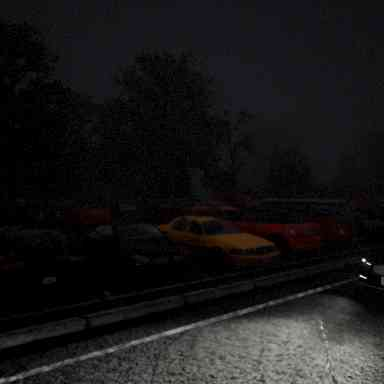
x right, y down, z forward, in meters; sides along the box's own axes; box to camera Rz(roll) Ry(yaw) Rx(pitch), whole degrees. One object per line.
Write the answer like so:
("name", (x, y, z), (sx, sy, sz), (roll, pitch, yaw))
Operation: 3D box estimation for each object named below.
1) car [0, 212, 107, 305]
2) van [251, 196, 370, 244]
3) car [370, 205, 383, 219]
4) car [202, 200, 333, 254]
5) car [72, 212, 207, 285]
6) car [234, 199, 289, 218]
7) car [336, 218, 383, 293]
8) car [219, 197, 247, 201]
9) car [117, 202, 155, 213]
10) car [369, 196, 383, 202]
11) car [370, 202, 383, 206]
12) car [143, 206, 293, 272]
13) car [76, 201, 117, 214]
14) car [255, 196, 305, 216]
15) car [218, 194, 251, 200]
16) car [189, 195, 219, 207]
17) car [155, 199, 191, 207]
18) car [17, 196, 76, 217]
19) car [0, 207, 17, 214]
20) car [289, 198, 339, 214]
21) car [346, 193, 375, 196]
("car", (-4.110, 1.517, 8.302), (2.097, 1.535, 5.008), (0, 0, -35))
("van", (5.000, 1.276, 14.593), (1.878, 1.987, 4.442), (0, 0, -35))
("car", (7.275, 1.527, 16.307), (2.163, 1.488, 4.792), (0, 0, -35))
("car", (2.727, 1.380, 13.095), (2.185, 1.767, 4.553), (0, 0, -35))
("car", (-1.840, 1.554, 9.914), (2.002, 1.452, 4.674), (0, 0, -35))
("car", (6.522, 1.479, 31.828), (2.231, 1.521, 4.892), (0, 0, -35))
("car", (5.831, 1.481, 7.841), (4.902, 1.511, 2.128), (0, 0, -35))
("car", (1.971, 1.489, 28.615), (2.097, 1.535, 5.008), (0, 0, -35))
("car", (-4.853, 1.544, 23.796), (2.002, 1.452, 4.674), (0, 0, -35))
("car", (14.097, 1.354, 21.119), (2.185, 1.767, 4.553), (0, 0, -35))
("car", (11.804, 1.525, 19.543), (2.002, 1.452, 4.674), (0, 0, -35))
("car", (0.542, 1.507, 11.365), (1.946, 1.575, 5.366), (0, 0, -35))
("car", (-7.109, 1.382, 22.163), (2.185, 1.767, 4.553), (0, 0, -35))
("car", (8.783, 1.345, 33.454), (2.185, 1.767, 4.553), (0, 0, -35))
("car", (4.267, 1.232, 30.195), (2.435, 2.045, 5.566), (0, 0, -35))
("car", (-0.283, 1.369, 26.979), (2.185, 1.767, 4.553), (0, 0, -35))
("car", (-2.573, 1.500, 25.395), (2.097, 1.535, 5.008), (0, 0, -35))
("car", (-9.386, 1.261, 20.560), (2.435, 2.045, 5.566), (0, 0, -35))
("car", (-11.696, 1.544, 18.999), (2.163, 1.488, 4.792), (0, 0, -35))
("car", (13.369, 1.485, 36.615), (2.163, 1.488, 4.792), (0, 0, -35))
("car", (20.059, 1.180, 41.408), (2.435, 2.045, 5.566), (0, 0, -35))
